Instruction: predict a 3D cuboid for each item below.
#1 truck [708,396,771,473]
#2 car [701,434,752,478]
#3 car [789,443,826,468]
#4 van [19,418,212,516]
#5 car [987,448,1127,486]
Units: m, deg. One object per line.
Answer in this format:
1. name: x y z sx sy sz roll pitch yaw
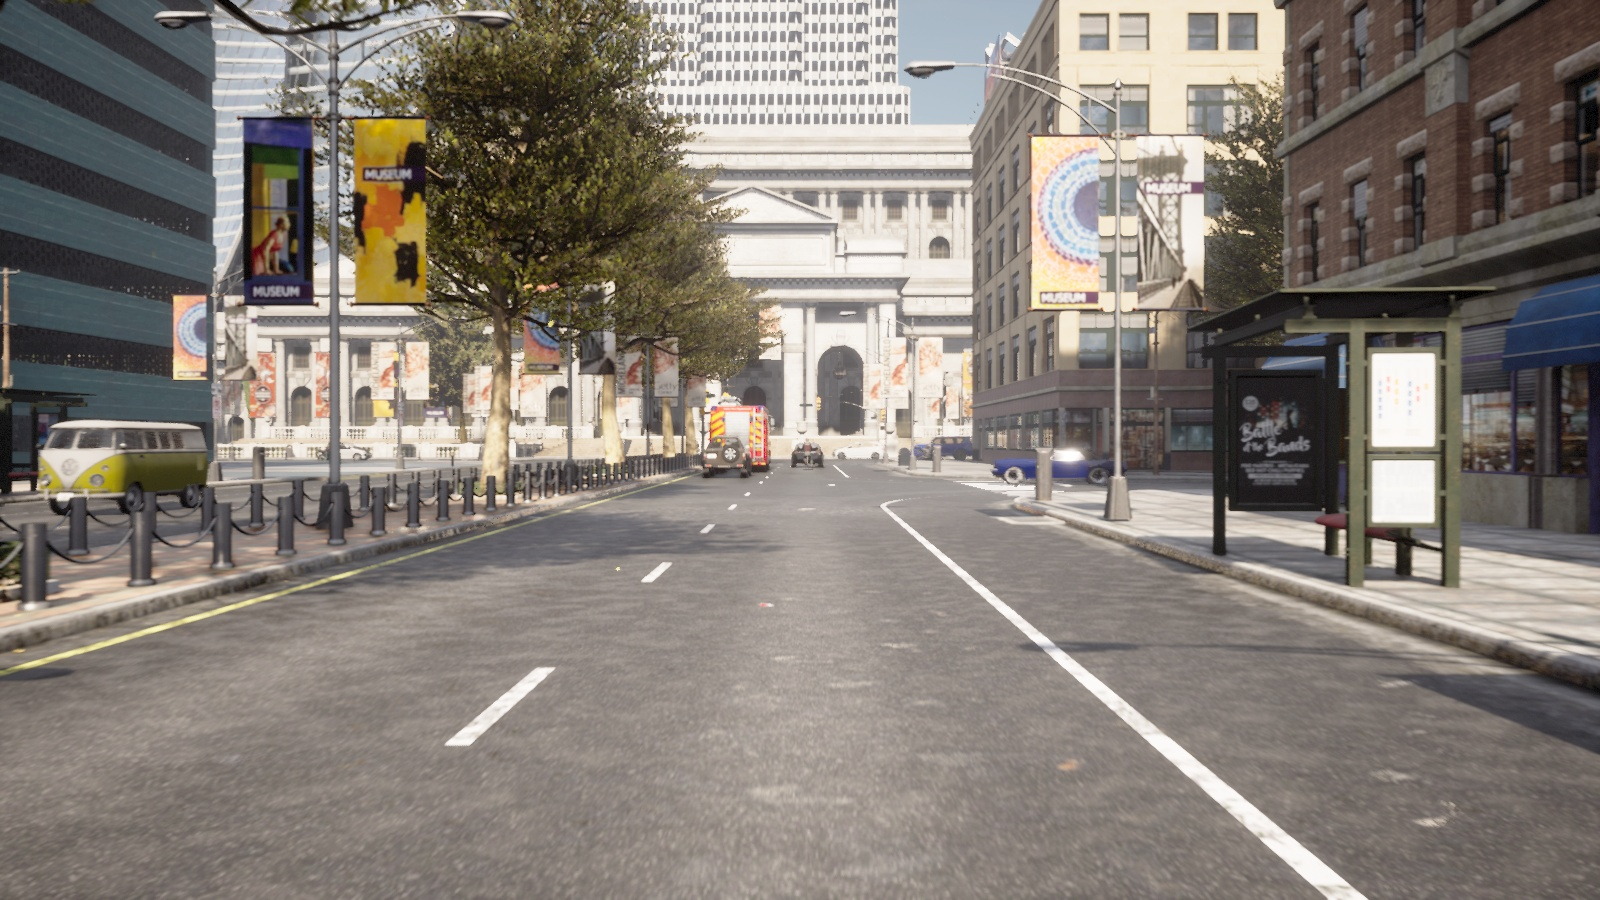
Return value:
1. truck: -3.106 -0.797 66.774 2.891 3.827 8.468 0 0 0
2. car: -3.175 0.249 54.888 1.932 1.855 4.605 0 0 1
3. car: 0.452 0.312 77.045 2.163 1.488 4.792 0 0 0
4. van: -14.829 0.332 27.525 1.775 1.987 4.442 0 0 0
5. car: 9.086 0.603 44.682 4.718 1.301 1.895 0 0 6
